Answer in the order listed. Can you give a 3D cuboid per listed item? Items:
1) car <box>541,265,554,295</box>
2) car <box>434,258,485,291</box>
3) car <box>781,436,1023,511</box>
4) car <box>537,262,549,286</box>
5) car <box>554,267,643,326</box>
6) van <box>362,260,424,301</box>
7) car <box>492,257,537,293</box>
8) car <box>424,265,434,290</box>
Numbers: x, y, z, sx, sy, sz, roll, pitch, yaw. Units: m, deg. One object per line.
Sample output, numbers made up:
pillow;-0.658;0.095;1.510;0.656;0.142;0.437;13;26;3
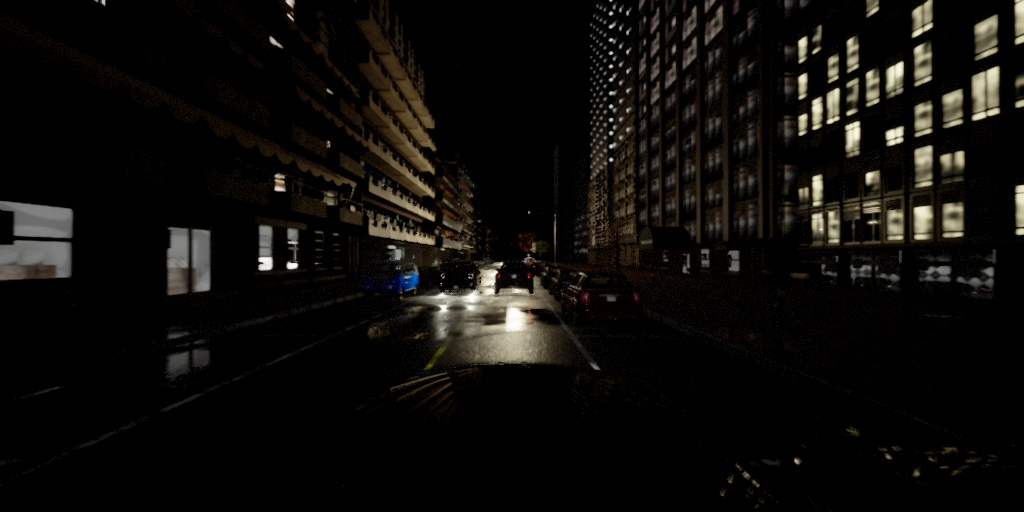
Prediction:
car;2.700;1.306;17.189;2.007;1.370;4.403;0;0;0
car;-3.065;1.109;21.869;2.097;1.767;4.553;0;0;0
car;2.692;1.316;0.620;1.948;1.339;4.313;0;0;0
car;2.703;1.308;22.712;2.007;1.370;4.403;0;0;0
car;2.697;1.193;11.666;1.967;1.591;4.097;0;0;0
van;-5.681;1.096;17.194;1.690;1.789;3.998;0;0;0
car;0.111;1.109;21.019;2.097;1.767;4.553;0;0;0
car;-5.678;1.303;22.717;1.888;1.381;4.507;0;0;0
